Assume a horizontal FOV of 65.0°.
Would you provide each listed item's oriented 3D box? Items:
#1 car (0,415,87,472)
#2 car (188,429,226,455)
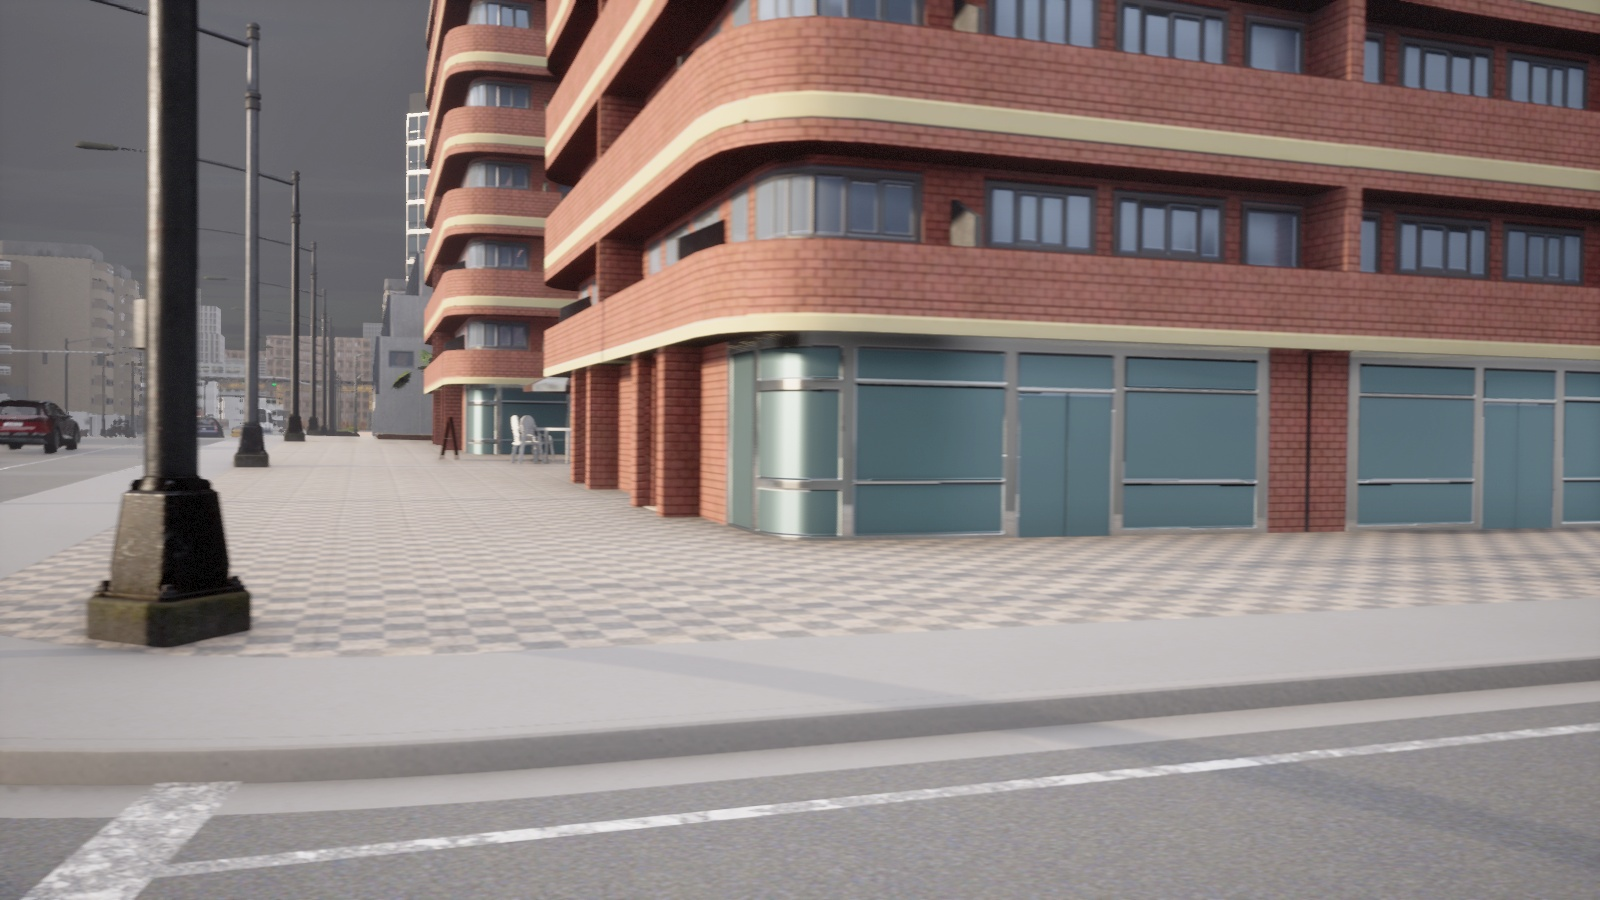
[{"bbox_3d":[-24.006,-0.259,39.351,2.033,1.649,4.856,-1,2,-19],"label":"car"},{"bbox_3d":[-39.652,-0.522,84.034,1.851,1.617,3.988,-1,0,-19],"label":"car"}]
